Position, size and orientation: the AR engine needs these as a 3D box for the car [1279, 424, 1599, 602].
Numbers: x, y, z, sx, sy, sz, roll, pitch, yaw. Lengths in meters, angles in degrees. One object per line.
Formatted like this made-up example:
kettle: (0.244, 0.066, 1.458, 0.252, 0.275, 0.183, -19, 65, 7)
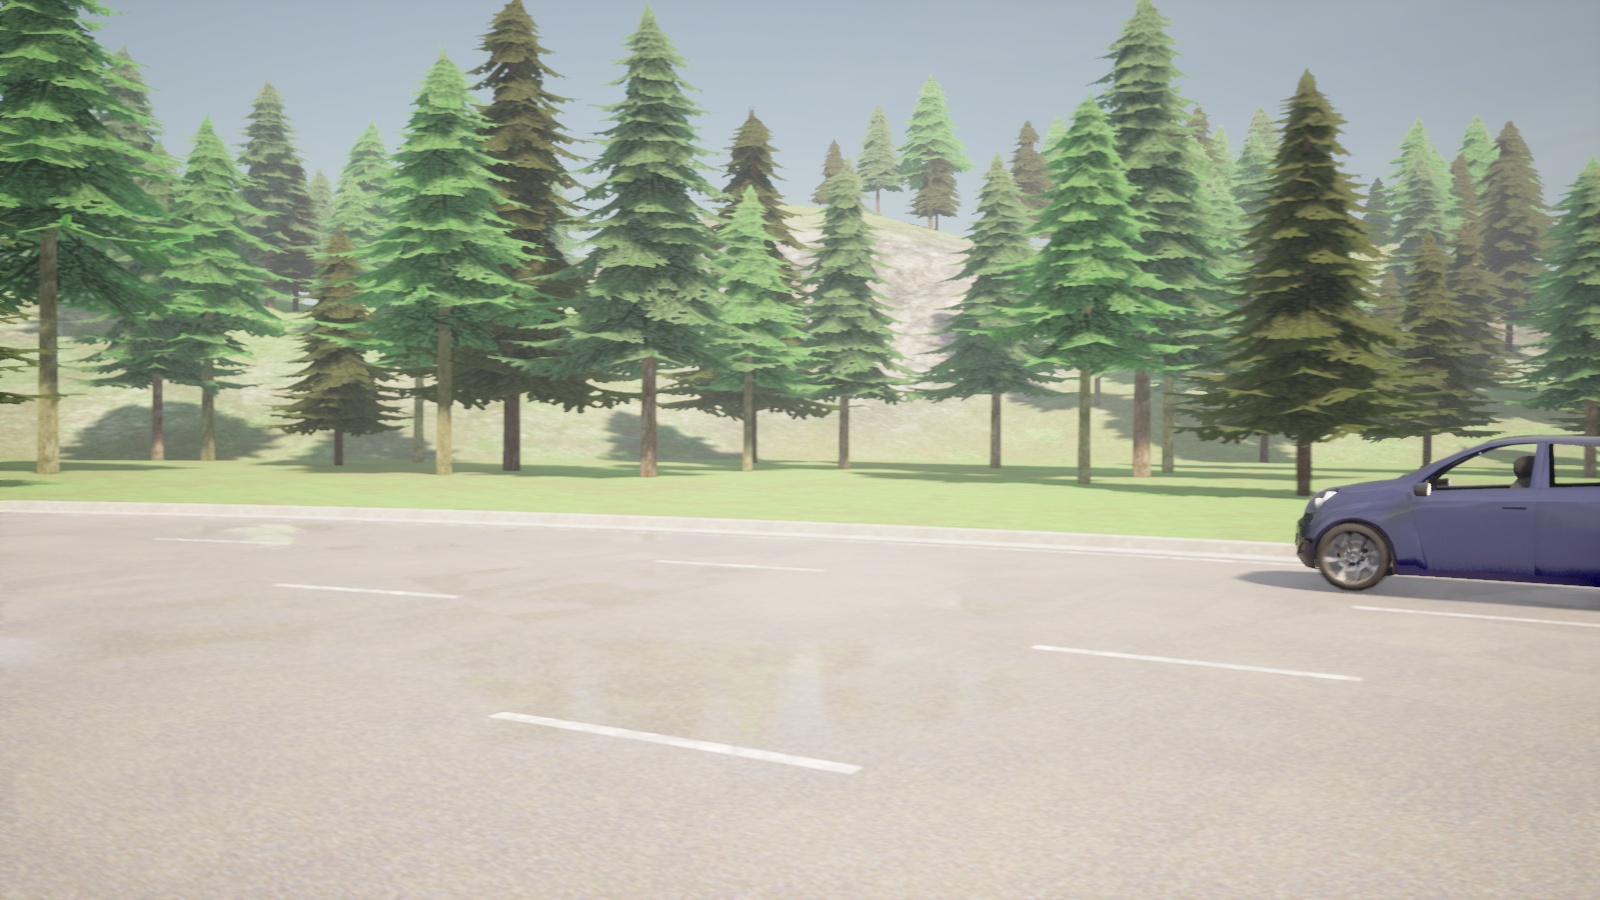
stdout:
car: (6.617, 0.517, 11.810, 3.633, 1.501, 1.845, 0, 1, 33)
